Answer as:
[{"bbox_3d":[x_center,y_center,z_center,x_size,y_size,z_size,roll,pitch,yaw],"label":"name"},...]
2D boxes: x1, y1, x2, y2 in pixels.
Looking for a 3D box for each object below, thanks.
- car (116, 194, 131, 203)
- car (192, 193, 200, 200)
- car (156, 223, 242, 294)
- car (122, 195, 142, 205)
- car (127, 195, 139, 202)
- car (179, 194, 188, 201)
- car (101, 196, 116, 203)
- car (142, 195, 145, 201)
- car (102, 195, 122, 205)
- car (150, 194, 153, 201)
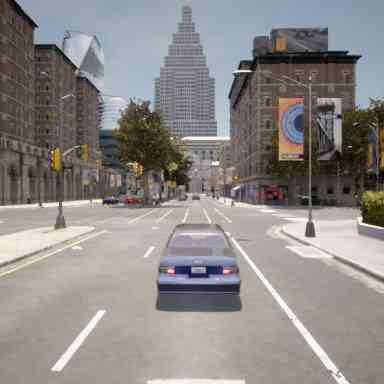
[{"bbox_3d":[-14.149,1.355,68.752,2.097,1.767,4.553,0,0,1],"label":"car"},{"bbox_3d":[1.121,1.350,89.984,2.097,1.767,4.553,0,0,1],"label":"car"},{"bbox_3d":[0.172,1.547,8.905,2.033,1.411,5.357,0,0,1],"label":"car"},{"bbox_3d":[-10.830,1.478,59.827,1.882,1.535,5.008,0,0,1],"label":"car"},{"bbox_3d":[-14.021,1.478,78.851,1.882,1.535,5.008,0,0,1],"label":"car"},{"bbox_3d":[-2.442,1.540,85.043,2.033,1.411,5.357,0,0,1],"label":"car"},{"bbox_3d":[-17.385,1.595,69.799,1.895,1.301,4.718,0,0,1],"label":"car"},{"bbox_3d":[-10.638,1.500,69.623,1.837,1.490,4.892,0,0,1],"label":"car"},{"bbox_3d":[-14.349,1.601,58.646,1.895,1.301,4.718,0,0,1],"label":"car"},{"bbox_3d":[-10.511,1.355,79.611,2.097,1.767,4.553,0,0,1],"label":"car"}]
